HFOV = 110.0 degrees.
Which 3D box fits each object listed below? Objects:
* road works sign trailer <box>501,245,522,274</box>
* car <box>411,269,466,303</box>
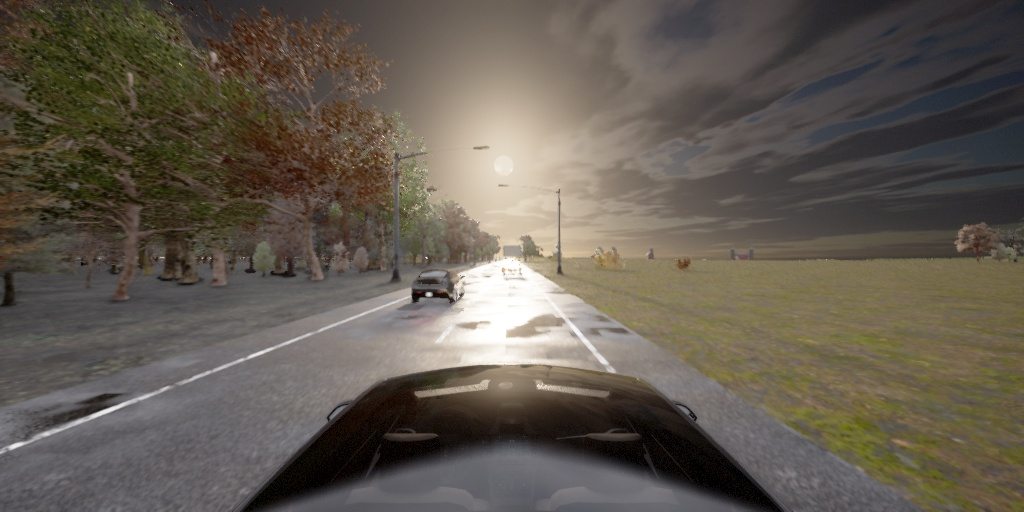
[{"bbox_3d":[0.020,0.426,45.355,2.380,3.560,2.880,0,0,0],"label":"road works sign trailer"},{"bbox_3d":[-3.398,1.328,17.090,1.837,1.490,4.892,0,0,0],"label":"car"}]
